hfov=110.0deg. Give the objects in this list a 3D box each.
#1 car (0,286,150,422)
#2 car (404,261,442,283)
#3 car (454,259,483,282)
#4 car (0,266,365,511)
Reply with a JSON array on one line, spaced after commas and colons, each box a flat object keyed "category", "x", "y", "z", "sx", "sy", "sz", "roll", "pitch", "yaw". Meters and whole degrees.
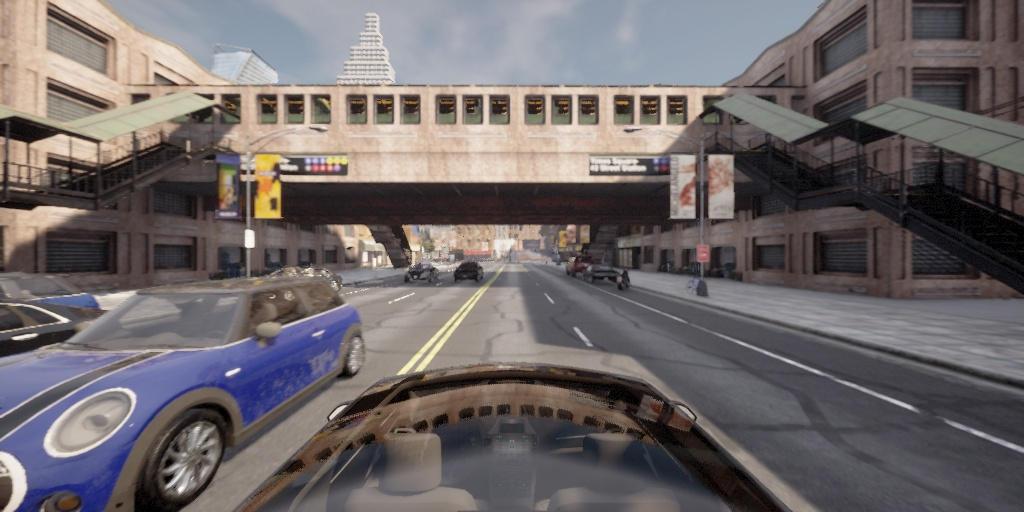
[{"category": "car", "x": -7.094, "y": 1.256, "z": 3.667, "sx": 1.837, "sy": 1.490, "sz": 4.892, "roll": 0, "pitch": 0, "yaw": 0}, {"category": "car", "x": -6.927, "y": 1.320, "z": 27.952, "sx": 1.994, "sy": 1.385, "sz": 4.181, "roll": 0, "pitch": 0, "yaw": 1}, {"category": "car", "x": -3.406, "y": 1.233, "z": 28.761, "sx": 1.882, "sy": 1.535, "sz": 5.008, "roll": 0, "pitch": 0, "yaw": 1}, {"category": "car", "x": -3.593, "y": 1.102, "z": 4.280, "sx": 2.097, "sy": 1.767, "sz": 4.553, "roll": 0, "pitch": 0, "yaw": 0}]
